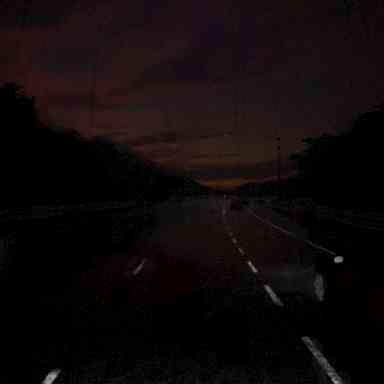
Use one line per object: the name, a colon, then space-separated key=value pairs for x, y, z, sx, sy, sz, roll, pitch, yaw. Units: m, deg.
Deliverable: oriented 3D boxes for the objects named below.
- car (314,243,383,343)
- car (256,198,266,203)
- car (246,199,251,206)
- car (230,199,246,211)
car: x=3.508 y=1.509 z=5.185 sx=1.882 sy=1.535 sz=5.008 roll=0 pitch=-1 yaw=1
car: x=19.340 y=2.432 z=92.978 sx=1.837 sy=1.490 sz=4.892 roll=0 pitch=-1 yaw=25
car: x=11.108 y=2.224 z=69.493 sx=2.033 sy=1.411 sz=5.357 roll=0 pitch=-1 yaw=16
car: x=6.760 y=2.008 z=50.169 sx=2.033 sy=1.411 sz=5.357 roll=0 pitch=-1 yaw=10
